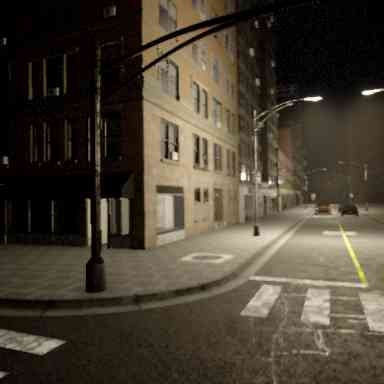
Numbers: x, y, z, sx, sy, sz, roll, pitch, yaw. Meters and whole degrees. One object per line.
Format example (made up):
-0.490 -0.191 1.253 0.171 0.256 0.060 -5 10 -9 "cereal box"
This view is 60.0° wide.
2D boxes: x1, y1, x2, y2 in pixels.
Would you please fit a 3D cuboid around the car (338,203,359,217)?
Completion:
19.540 2.253 41.345 1.882 1.535 5.008 -1 -1 23 "car"

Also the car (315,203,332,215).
18.298 2.264 46.385 2.097 1.767 4.553 -1 -1 22 "car"
